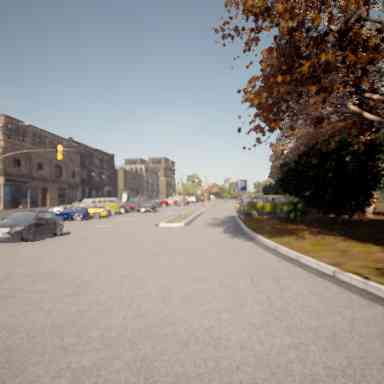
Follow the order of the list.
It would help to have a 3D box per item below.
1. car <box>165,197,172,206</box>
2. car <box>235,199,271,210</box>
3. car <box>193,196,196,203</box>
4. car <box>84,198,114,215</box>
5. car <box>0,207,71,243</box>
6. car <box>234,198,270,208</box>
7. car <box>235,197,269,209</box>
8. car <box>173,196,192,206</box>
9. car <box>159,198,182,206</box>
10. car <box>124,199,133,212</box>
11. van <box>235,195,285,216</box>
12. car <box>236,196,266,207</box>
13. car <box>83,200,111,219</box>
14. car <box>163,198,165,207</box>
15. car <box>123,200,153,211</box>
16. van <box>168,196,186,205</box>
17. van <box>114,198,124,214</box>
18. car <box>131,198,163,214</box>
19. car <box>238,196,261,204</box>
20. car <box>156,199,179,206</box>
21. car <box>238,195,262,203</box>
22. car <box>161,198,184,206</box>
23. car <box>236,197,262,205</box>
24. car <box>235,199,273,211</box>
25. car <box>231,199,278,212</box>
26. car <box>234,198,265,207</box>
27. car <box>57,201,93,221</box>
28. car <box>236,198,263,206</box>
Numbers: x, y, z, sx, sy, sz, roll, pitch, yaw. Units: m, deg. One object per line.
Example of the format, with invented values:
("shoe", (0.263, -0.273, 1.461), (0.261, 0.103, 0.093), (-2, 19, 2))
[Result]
("car", (-7.088, 2.237, 66.084), (5.008, 1.535, 2.097), (-2, -1, -11))
("car", (8.679, 1.735, 47.596), (4.674, 1.452, 2.002), (0, -1, -12))
("car", (-2.210, 2.469, 92.785), (5.008, 1.535, 2.097), (-2, -1, -9))
("car", (-11.079, 1.816, 36.138), (4.553, 1.767, 2.185), (-2, -1, -14))
("car", (-7.904, 1.594, 16.130), (1.812, 1.442, 4.674), (0, -2, 4))
("car", (9.646, 1.745, 53.507), (5.366, 1.575, 1.946), (0, -1, -12))
("car", (9.033, 1.597, 50.528), (4.553, 1.767, 2.185), (0, -1, -12))
("car", (-1.909, 2.019, 68.234), (2.097, 1.767, 4.553), (-1, -1, 9))
("car", (-5.033, 2.345, 77.993), (5.008, 1.535, 2.097), (-2, -1, -10))
("car", (-10.404, 2.005, 42.149), (4.892, 1.521, 2.231), (-2, -1, -14))
("van", (6.916, 1.328, 32.854), (4.442, 1.987, 1.878), (0, 0, -14))
("car", (9.913, 1.650, 56.400), (4.553, 1.767, 2.185), (0, 0, -11))
("car", (-11.161, 1.900, 33.184), (5.366, 1.575, 1.946), (-2, -1, -15))
("car", (-8.032, 2.181, 60.121), (5.008, 1.535, 2.097), (-2, -1, -12))
("car", (-8.884, 2.163, 54.133), (4.674, 1.452, 2.002), (-2, -1, -12))
("van", (-3.807, 2.166, 83.941), (4.442, 1.987, 1.878), (-2, -1, -9))
("van", (-10.626, 1.743, 39.181), (4.442, 1.987, 1.878), (-2, -1, -14))
("car", (-5.597, 1.964, 42.024), (2.128, 1.511, 4.902), (-1, 0, 6))
("car", (12.719, 1.801, 73.938), (4.553, 1.767, 2.185), (0, -1, -10))
("car", (-5.550, 2.319, 75.019), (4.892, 1.521, 2.231), (-2, -1, -10))
("car", (14.404, 1.746, 82.710), (5.566, 2.045, 2.435), (0, -1, -9))
("car", (-4.655, 2.373, 80.918), (5.366, 1.575, 1.946), (-2, -1, -10))
("car", (12.224, 1.902, 71.023), (5.008, 1.535, 2.097), (0, -1, -10))
("car", (8.316, 1.708, 44.657), (4.674, 1.452, 2.002), (0, -1, -13))
("car", (7.792, 1.637, 41.668), (5.366, 1.575, 1.946), (0, 0, -13))
("car", (10.311, 1.801, 59.328), (5.008, 1.535, 2.097), (0, -1, -11))
("car", (-11.795, 1.917, 30.190), (4.792, 1.488, 2.163), (-2, -1, -15))
("car", (11.274, 1.882, 65.188), (4.792, 1.488, 2.163), (0, -1, -11))
